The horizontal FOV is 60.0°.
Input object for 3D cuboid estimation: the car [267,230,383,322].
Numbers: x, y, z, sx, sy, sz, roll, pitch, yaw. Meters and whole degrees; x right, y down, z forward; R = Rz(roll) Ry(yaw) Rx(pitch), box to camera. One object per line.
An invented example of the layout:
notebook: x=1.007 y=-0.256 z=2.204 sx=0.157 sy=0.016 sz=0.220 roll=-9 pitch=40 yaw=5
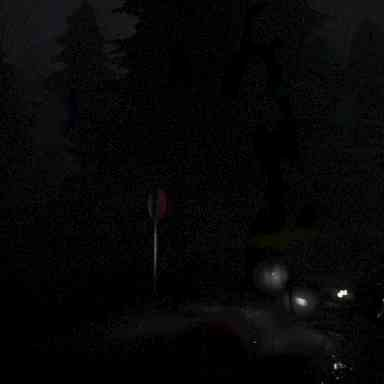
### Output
car: x=4.145 y=1.623 z=7.567 sx=5.357 sy=1.411 sz=2.033 roll=1 pitch=0 yaw=-35
